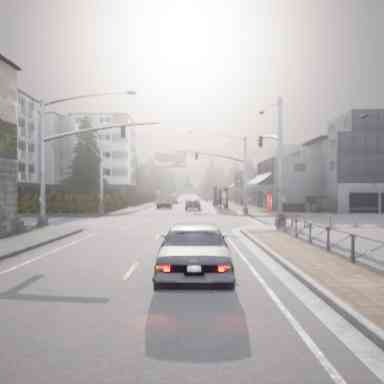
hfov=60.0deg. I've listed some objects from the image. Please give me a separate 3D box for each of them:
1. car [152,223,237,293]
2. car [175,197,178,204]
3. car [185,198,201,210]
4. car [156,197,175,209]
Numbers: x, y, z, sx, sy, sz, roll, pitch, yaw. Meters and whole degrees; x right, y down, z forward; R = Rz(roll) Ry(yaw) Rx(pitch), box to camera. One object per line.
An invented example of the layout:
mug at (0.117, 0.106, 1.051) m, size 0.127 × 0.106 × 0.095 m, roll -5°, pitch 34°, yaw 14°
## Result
car at (0.062, 1.539, 8.990) m, size 2.033 × 1.411 × 5.357 m, roll 0°, pitch 0°, yaw 1°
car at (-3.542, 1.545, 60.393) m, size 1.895 × 1.301 × 4.718 m, roll 0°, pitch 0°, yaw 0°
car at (0.112, 1.486, 42.846) m, size 1.812 × 1.442 × 4.674 m, roll 0°, pitch 0°, yaw 0°
car at (-3.581, 1.560, 43.598) m, size 1.895 × 1.301 × 4.718 m, roll 0°, pitch 0°, yaw 0°
